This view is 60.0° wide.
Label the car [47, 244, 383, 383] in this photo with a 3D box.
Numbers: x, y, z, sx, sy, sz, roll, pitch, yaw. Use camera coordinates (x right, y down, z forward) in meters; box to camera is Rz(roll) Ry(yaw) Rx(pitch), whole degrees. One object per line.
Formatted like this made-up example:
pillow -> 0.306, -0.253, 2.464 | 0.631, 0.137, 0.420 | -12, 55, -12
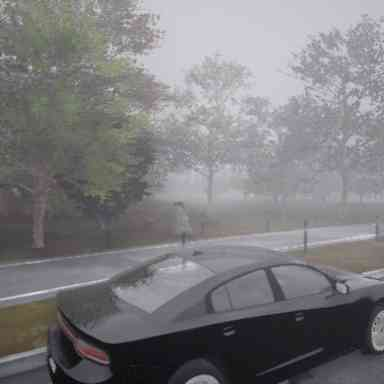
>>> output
car -> 0.772, 1.482, 4.509 | 5.008, 1.535, 2.097 | 0, 1, -32
